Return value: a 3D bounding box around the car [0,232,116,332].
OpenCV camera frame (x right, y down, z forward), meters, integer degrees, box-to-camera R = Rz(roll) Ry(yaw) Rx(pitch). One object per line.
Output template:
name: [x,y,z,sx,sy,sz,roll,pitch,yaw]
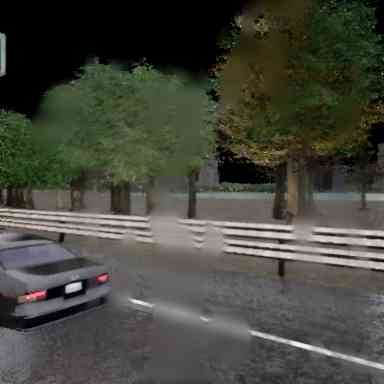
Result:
car: [-3.903,1.558,6.746,5.357,1.411,2.033,0,0,36]
